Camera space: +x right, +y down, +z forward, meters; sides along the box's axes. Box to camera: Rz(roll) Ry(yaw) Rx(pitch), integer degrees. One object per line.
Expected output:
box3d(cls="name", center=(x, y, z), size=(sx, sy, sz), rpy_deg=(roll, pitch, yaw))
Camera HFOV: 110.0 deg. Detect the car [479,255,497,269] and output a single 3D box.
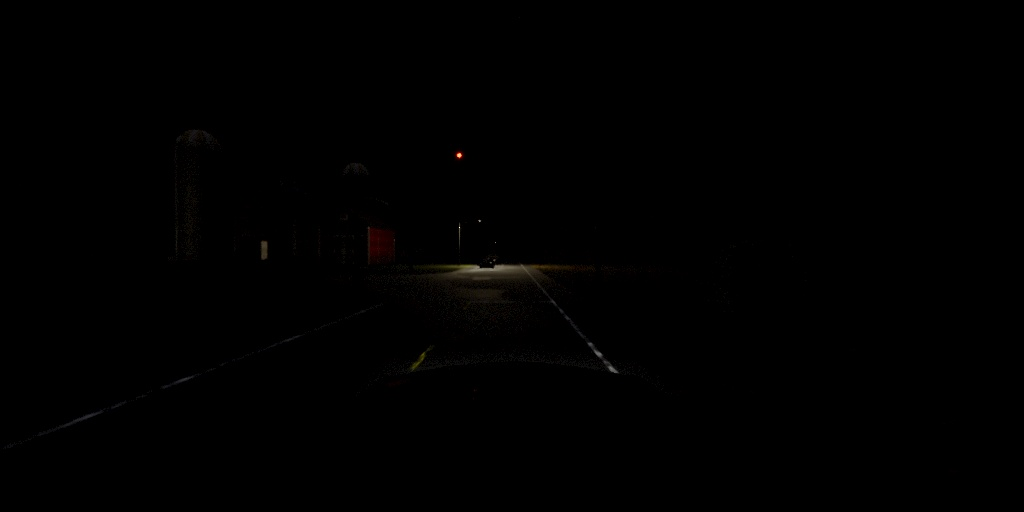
box3d(cls="car", center=(-3.490, 1.043, 49.777), size=(1.882, 1.535, 5.008), rpy_deg=(0, 2, 0))
